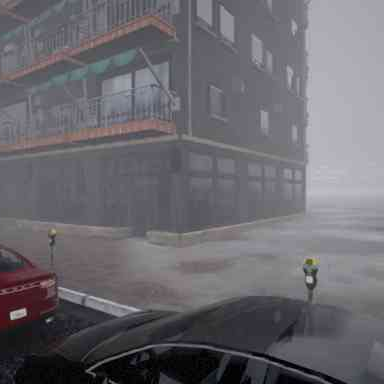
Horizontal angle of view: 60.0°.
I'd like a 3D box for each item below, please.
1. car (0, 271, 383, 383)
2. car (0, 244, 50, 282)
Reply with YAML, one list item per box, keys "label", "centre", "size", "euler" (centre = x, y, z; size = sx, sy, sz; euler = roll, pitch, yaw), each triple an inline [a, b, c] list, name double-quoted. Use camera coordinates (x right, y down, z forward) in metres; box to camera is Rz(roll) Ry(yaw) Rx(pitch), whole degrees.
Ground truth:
- label: "car"
  centre: [0.383, 1.566, 2.602]
  size: [4.313, 1.339, 1.947]
  euler: [0, 0, 36]
- label: "car"
  centre: [-4.205, 1.545, 5.876]
  size: [4.507, 1.381, 1.887]
  euler: [0, 0, 36]
